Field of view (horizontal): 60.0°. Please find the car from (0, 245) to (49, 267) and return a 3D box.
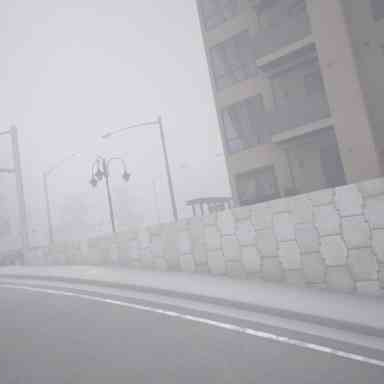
[{"bbox_3d":[-14.634,5.692,29.943,1.837,1.490,4.892,-15,-8,35],"label":"car"}]
